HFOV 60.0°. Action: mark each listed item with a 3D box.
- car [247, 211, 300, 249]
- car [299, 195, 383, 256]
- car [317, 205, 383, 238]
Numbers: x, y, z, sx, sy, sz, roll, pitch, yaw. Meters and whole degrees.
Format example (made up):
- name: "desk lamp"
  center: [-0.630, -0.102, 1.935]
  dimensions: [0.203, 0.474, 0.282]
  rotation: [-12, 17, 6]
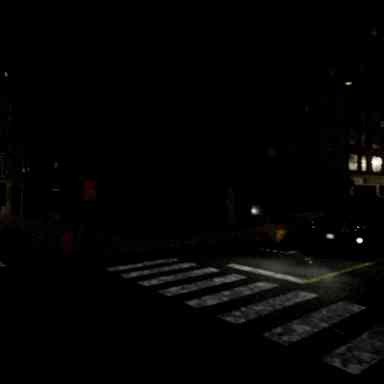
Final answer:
- name: "car"
  center: [4.487, 1.519, 14.587]
  dimensions: [4.829, 1.417, 1.752]
  rotation: [-1, 0, -38]
- name: "car"
  center: [7.005, 1.168, 13.329]
  dimensions: [5.566, 2.045, 2.150]
  rotation: [-1, 0, -38]
- name: "car"
  center: [8.909, 1.494, 17.996]
  dimensions: [4.403, 1.369, 2.008]
  rotation: [-1, 0, -38]
